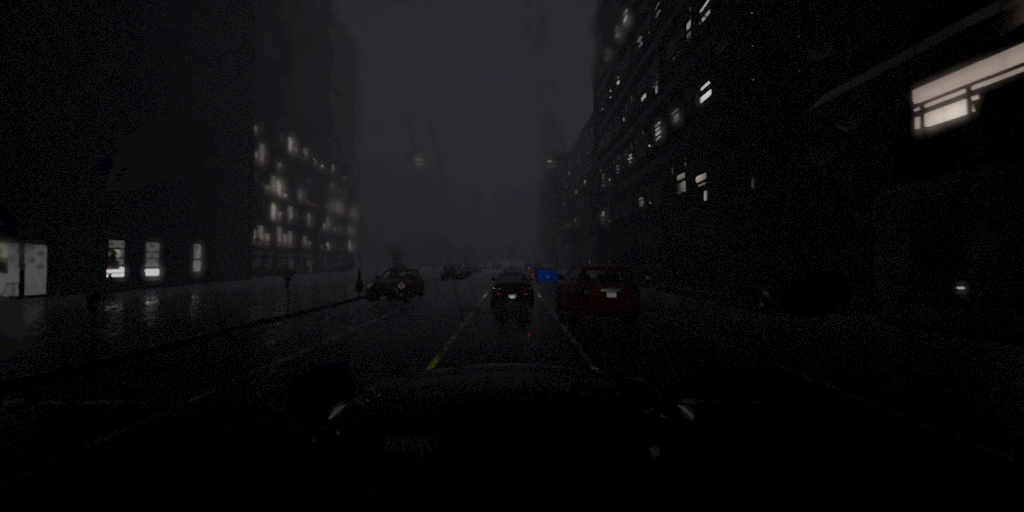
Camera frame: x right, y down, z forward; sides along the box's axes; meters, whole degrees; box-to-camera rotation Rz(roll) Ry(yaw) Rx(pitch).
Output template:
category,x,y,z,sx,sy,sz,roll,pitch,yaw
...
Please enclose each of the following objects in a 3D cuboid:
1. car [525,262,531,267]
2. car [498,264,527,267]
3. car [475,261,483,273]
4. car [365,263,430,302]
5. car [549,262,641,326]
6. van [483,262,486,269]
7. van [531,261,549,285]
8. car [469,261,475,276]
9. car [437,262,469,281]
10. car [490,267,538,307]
category,x,y,z,sx,sy,sz,roll,pitch,yaw
car,2.725,1.662,40.368,1.888,1.381,4.507,0,0,0
car,0.027,1.632,30.961,1.895,1.301,4.718,0,0,0
car,-5.614,1.761,51.633,1.888,1.381,4.507,0,0,0
car,-5.679,1.346,17.759,1.967,1.591,4.097,0,0,0
car,2.700,1.167,12.136,2.192,1.841,5.009,0,0,0
van,-5.609,1.605,57.279,1.690,1.789,3.998,0,0,0
van,2.715,1.354,29.074,1.690,1.789,3.998,0,0,0
car,-5.623,1.556,40.343,1.967,1.591,4.097,0,0,0
car,-5.634,1.505,34.697,1.967,1.591,4.097,0,0,0
car,0.018,1.417,16.223,1.812,1.442,4.674,0,0,0
